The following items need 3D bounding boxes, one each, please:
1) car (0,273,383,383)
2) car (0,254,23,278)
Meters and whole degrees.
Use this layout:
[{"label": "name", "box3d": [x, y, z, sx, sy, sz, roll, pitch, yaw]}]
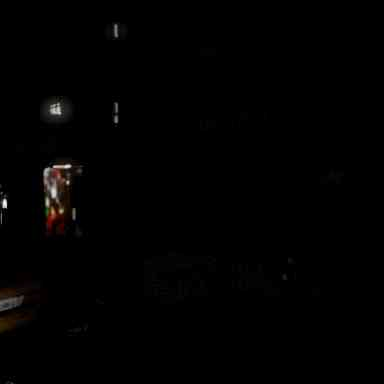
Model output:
[{"label": "car", "box3d": [0.125, 1.579, 2.781, 4.313, 1.339, 1.947, -1, 0, 36]}, {"label": "car", "box3d": [-4.509, 1.590, 6.086, 4.829, 1.417, 1.752, -1, 0, 36]}]
